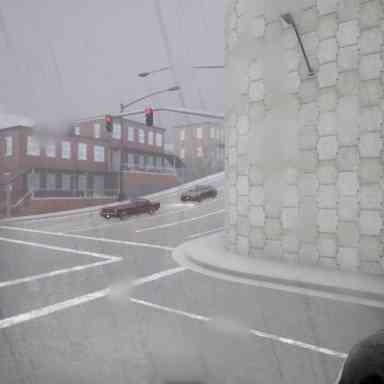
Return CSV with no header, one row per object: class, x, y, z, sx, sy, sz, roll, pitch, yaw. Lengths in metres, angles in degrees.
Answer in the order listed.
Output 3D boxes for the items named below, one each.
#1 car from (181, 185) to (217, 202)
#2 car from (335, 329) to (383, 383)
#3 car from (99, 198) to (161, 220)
car,0.690,0.078,32.099,1.994,1.385,4.181,0,9,36
car,3.327,1.492,1.591,4.902,1.511,2.128,0,0,36
car,-4.542,1.187,24.715,1.895,1.301,4.718,0,5,35
